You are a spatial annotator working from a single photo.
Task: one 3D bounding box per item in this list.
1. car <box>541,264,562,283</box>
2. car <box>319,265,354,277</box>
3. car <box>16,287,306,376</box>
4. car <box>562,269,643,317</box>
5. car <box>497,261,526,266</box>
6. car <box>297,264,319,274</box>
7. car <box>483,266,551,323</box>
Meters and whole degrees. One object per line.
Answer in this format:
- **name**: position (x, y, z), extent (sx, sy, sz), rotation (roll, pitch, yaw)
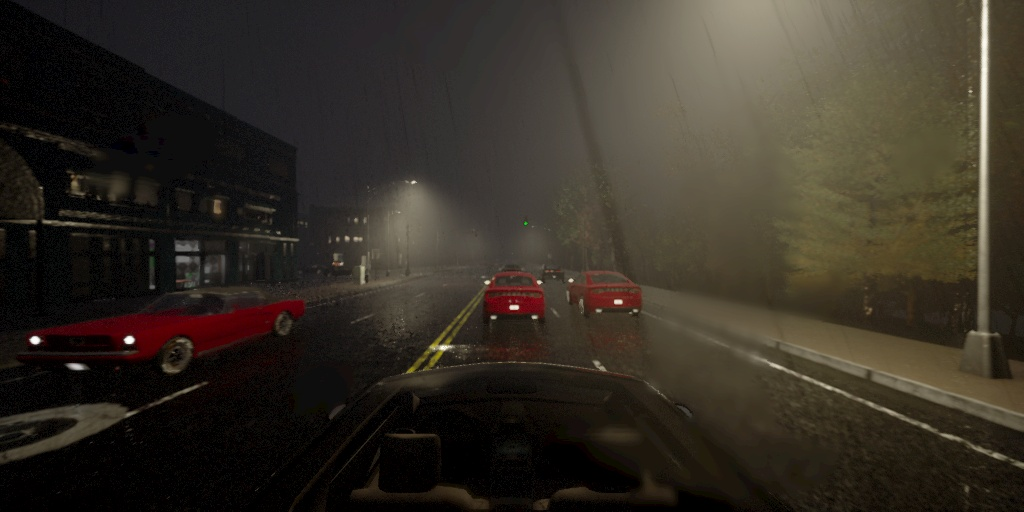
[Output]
- **car**: position (3.219, 1.415, 29.820), extent (2.128, 1.511, 4.902), rotation (0, 0, 0)
- **car**: position (-20.142, 1.830, 42.898), extent (4.313, 1.339, 1.948), rotation (0, 0, 0)
- **car**: position (-6.624, 1.390, 7.656), extent (1.895, 1.301, 4.718), rotation (0, 0, 0)
- **car**: position (3.296, 1.301, 13.631), extent (1.882, 1.535, 5.008), rotation (0, -1, 0)
- **car**: position (-0.032, 1.431, 30.060), extent (1.837, 1.490, 4.892), rotation (0, 0, 0)
- **car**: position (-28.516, 1.882, 51.370), extent (4.403, 1.370, 2.007), rotation (0, 0, 0)
- **car**: position (0.049, 1.295, 12.510), extent (1.882, 1.535, 5.008), rotation (0, 0, 0)
